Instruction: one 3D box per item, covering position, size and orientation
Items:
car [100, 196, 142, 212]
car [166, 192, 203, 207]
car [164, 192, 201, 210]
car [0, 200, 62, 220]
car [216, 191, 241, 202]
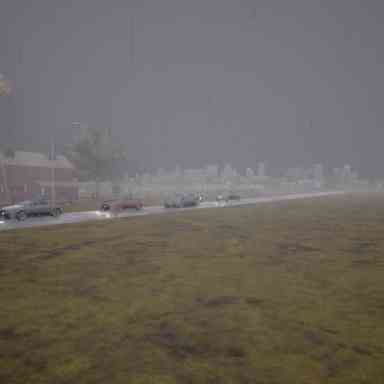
[{"bbox_3d":[-6.730,1.090,31.872,1.994,1.385,4.181,1,2,36],"label":"car"},{"bbox_3d":[-0.846,0.827,39.976,1.837,1.490,4.892,1,2,36],"label":"car"},{"bbox_3d":[-1.008,1.026,34.744,1.994,1.385,4.181,1,2,36],"label":"car"},{"bbox_3d":[-11.925,1.267,24.736,1.994,1.385,4.181,1,2,34],"label":"car"},{"bbox_3d":[5.314,0.596,48.403,2.128,1.511,4.902,1,2,37],"label":"car"}]
